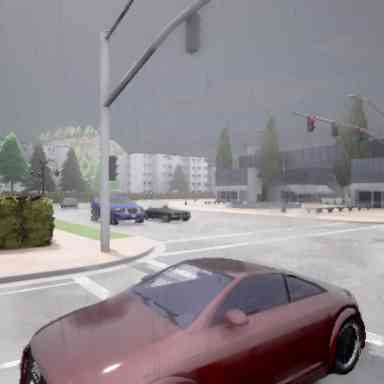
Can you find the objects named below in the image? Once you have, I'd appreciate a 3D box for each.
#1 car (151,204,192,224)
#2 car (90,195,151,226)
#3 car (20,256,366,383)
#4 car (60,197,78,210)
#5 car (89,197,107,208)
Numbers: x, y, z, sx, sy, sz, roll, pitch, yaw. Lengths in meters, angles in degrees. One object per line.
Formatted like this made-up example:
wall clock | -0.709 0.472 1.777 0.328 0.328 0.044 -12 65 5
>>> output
car | -2.069 1.593 25.183 1.895 1.301 4.718 0 0 -37
car | -5.452 1.215 23.853 2.150 2.045 5.566 0 0 -37
car | 0.246 1.563 4.043 4.181 1.385 1.994 0 0 -35
car | -16.269 1.497 44.128 1.837 1.490 4.892 0 0 -15
car | -13.893 1.537 49.306 2.033 1.411 5.357 0 0 -9
